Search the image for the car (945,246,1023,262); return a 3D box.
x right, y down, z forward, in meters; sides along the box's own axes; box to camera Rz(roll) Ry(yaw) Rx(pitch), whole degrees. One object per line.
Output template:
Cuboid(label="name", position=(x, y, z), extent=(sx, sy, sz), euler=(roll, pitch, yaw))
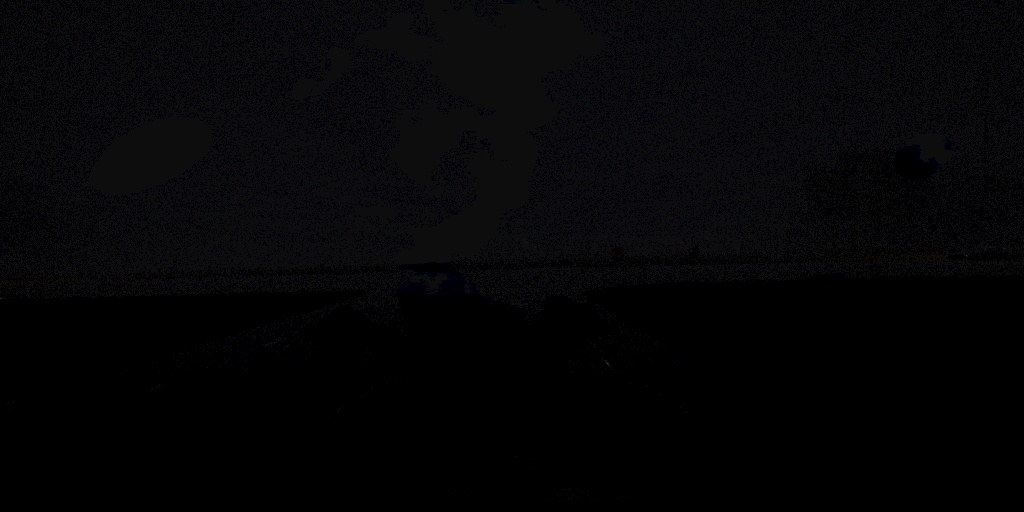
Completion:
Cuboid(label="car", position=(43.525, -0.197, 33.038), extent=(5.357, 1.411, 2.033), euler=(-1, 3, 0))
